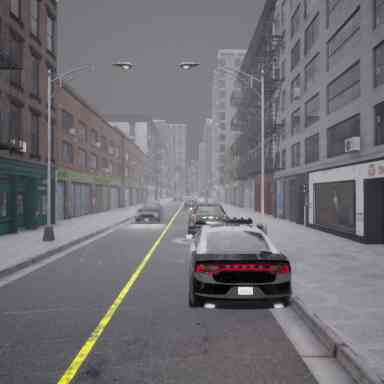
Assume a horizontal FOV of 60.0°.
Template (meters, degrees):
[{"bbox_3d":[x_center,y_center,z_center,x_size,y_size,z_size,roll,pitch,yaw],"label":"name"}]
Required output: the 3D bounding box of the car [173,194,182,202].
[{"bbox_3d":[-3.249,1.373,77.719,2.150,2.045,5.566,0,0,0],"label":"car"}]

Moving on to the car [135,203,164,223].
[{"bbox_3d":[-3.182,1.570,26.020,2.033,1.411,5.357,0,0,0],"label":"car"}]

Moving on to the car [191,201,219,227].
[{"bbox_3d":[0.824,1.476,24.162,1.801,1.575,5.366,0,0,0],"label":"car"}]

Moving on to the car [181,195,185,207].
[{"bbox_3d":[-0.112,1.557,46.874,2.128,1.511,4.902,0,0,0],"label":"car"}]

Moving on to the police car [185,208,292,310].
[{"bbox_3d":[0.876,1.429,8.081,1.930,1.638,5.238,0,0,0],"label":"police car"}]

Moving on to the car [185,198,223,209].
[{"bbox_3d":[0.843,1.363,17.942,2.097,1.767,4.553,0,0,0],"label":"car"}]
